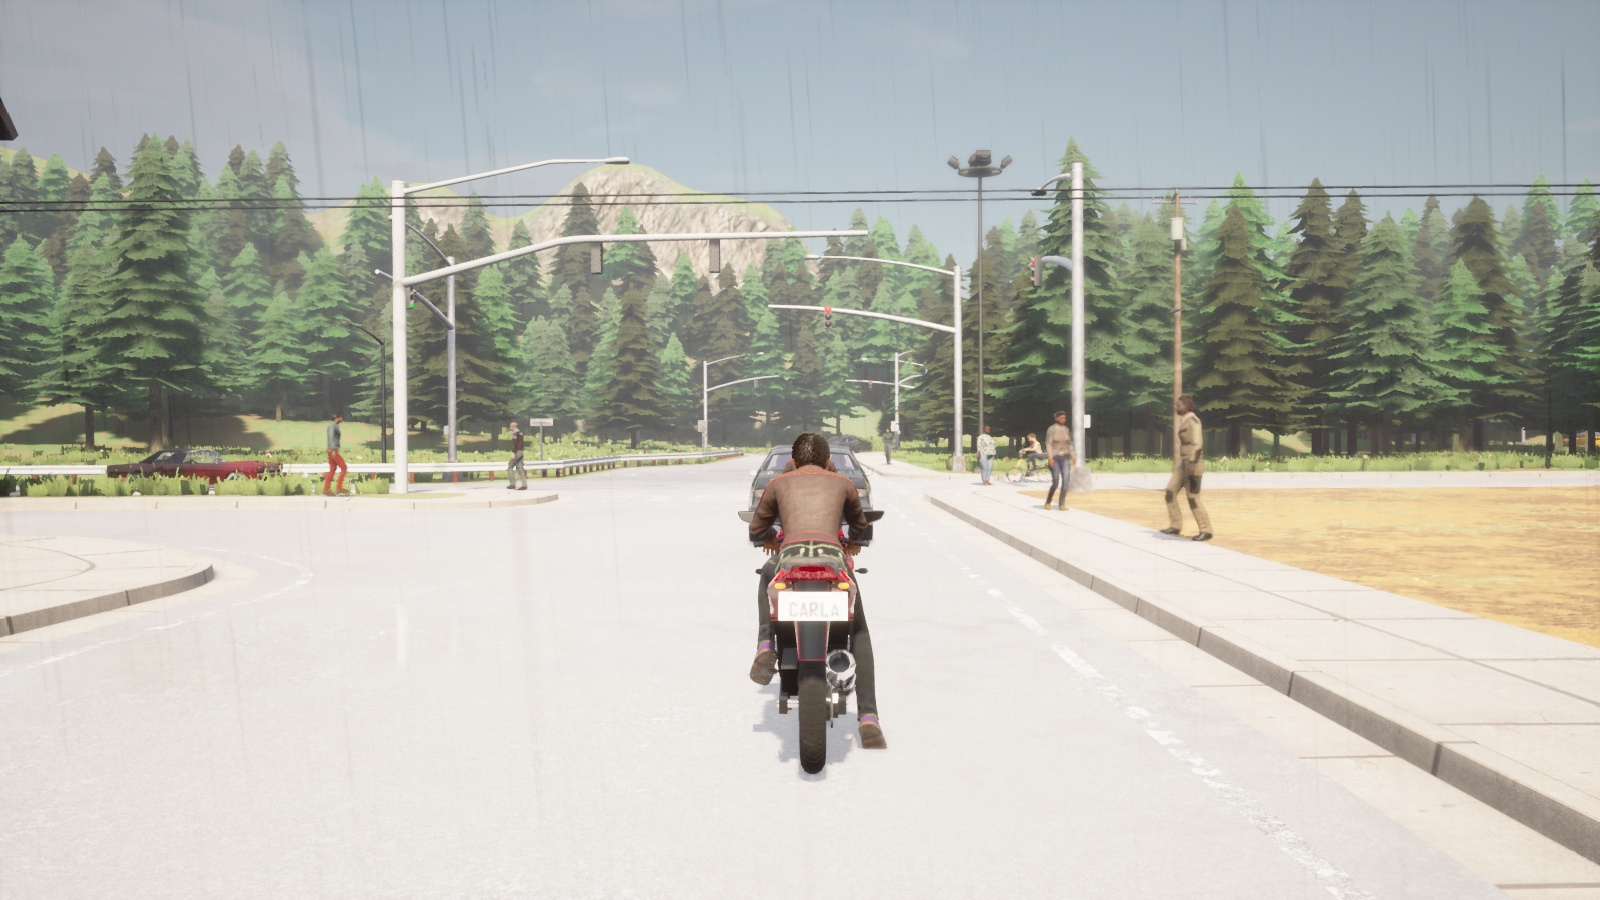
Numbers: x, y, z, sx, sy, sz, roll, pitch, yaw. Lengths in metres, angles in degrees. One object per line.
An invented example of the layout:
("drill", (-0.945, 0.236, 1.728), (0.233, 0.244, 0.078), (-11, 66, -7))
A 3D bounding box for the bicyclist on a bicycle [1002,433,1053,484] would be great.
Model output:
("bicyclist on a bicycle", (7.332, 0.278, 40.521), (1.509, 1.612, 0.866), (0, 1, 1))

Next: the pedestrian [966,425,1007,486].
("pedestrian", (5.746, 0.162, 38.668), (0.874, 1.855, 0.900), (-1, 1, -36))

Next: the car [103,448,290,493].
("car", (-18.042, 0.596, 37.681), (4.718, 1.301, 1.895), (0, 1, 1))

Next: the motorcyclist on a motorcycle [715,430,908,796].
("motorcyclist on a motorcycle", (0.057, 0.671, 6.254), (0.797, 1.523, 2.044), (0, 1, 0))

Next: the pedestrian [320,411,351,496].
("pedestrian", (-10.127, 0.071, 27.371), (0.614, 1.847, 0.353), (0, 1, -19))

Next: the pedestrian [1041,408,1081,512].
("pedestrian", (4.648, 0.169, 22.413), (0.328, 1.805, 0.869), (0, 1, -16))

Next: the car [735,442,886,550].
("car", (0.166, 0.601, 19.547), (2.033, 1.411, 5.357), (0, 1, 1))

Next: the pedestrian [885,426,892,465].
("pedestrian", (4.213, -0.199, 59.853), (0.353, 1.847, 0.614), (0, 1, 4))

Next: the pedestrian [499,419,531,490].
("pedestrian", (-7.477, 0.123, 32.916), (0.720, 1.854, 0.376), (0, 1, 13))

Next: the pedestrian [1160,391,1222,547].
("pedestrian", (4.914, 0.232, 15.810), (0.692, 1.930, 0.396), (0, 1, 9))
